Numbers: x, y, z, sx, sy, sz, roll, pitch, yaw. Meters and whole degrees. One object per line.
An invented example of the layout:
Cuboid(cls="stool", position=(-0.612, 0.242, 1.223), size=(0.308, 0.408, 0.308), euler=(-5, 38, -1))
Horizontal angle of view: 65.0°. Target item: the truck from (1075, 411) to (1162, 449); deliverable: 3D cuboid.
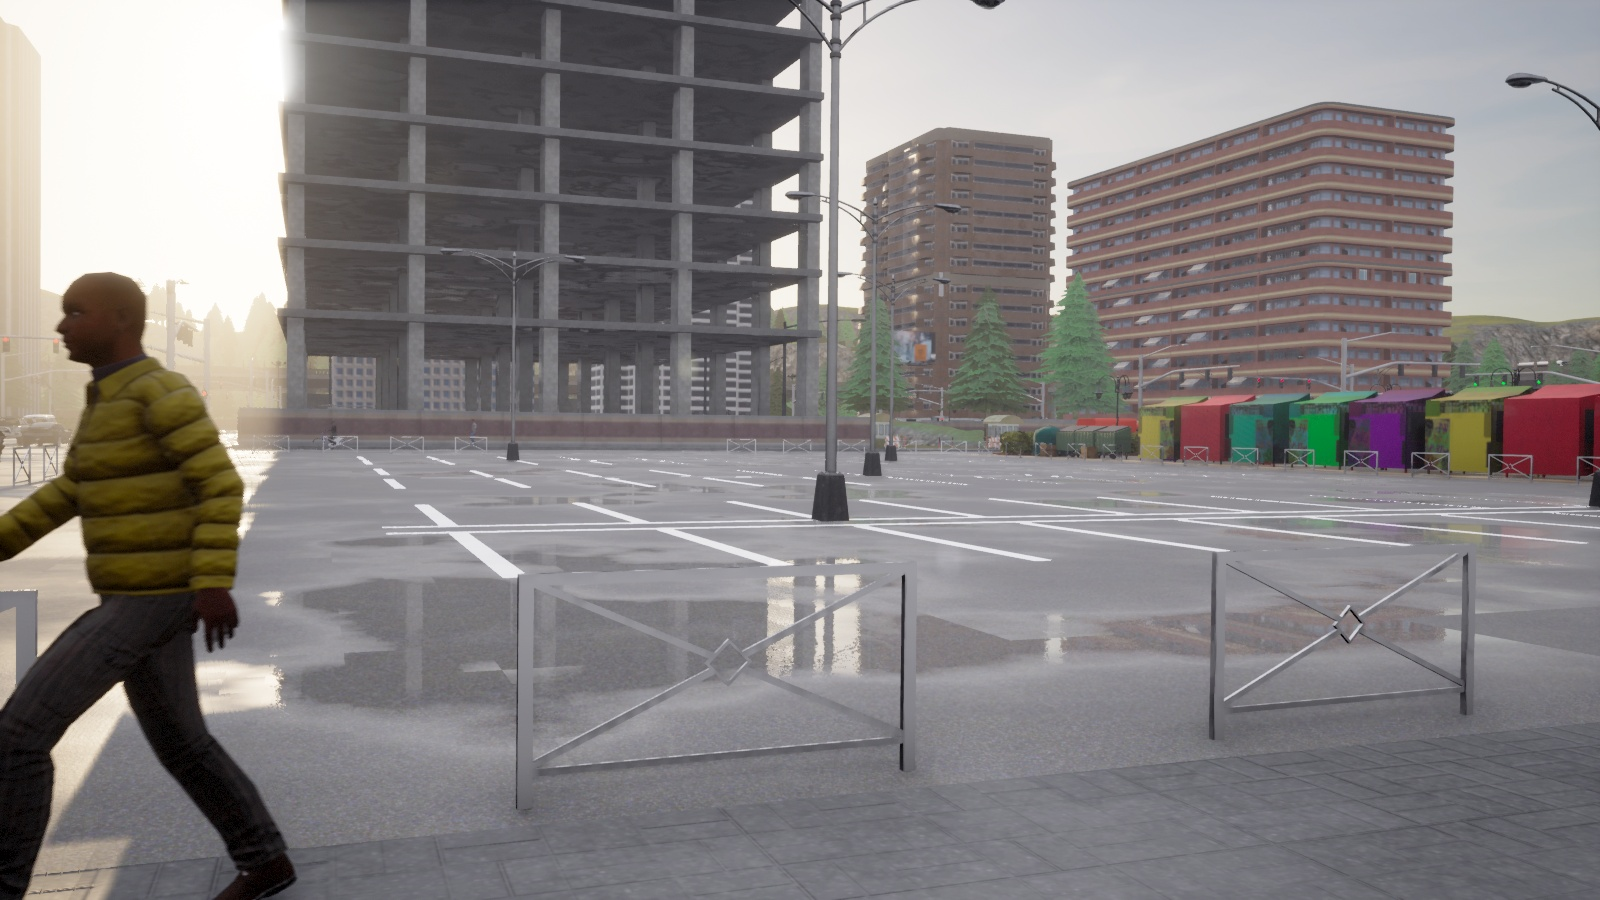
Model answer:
Cuboid(cls="truck", position=(21.650, -1.367, 85.351), size=(5.204, 2.467, 2.627), euler=(-1, 1, -21))

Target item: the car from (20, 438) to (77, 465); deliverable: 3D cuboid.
Cuboid(cls="car", position=(-45.152, 0.063, 75.515), size=(1.837, 1.490, 4.892), euler=(-1, 1, -18))

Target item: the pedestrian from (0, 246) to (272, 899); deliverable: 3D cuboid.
Cuboid(cls="pedestrian", position=(-1.841, 0.422, 3.321), size=(0.726, 1.835, 0.370), euler=(-1, 1, -37))

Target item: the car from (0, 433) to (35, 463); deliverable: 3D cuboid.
Cuboid(cls="car", position=(-51.124, -0.155, 81.270), size=(1.932, 1.855, 4.605), euler=(-1, 1, -21))

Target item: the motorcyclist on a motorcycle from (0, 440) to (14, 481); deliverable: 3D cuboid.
Cuboid(cls="motorcyclist on a motorcycle", position=(-30.371, 0.392, 47.284), size=(0.866, 1.530, 2.191), euler=(-1, 1, -21))
